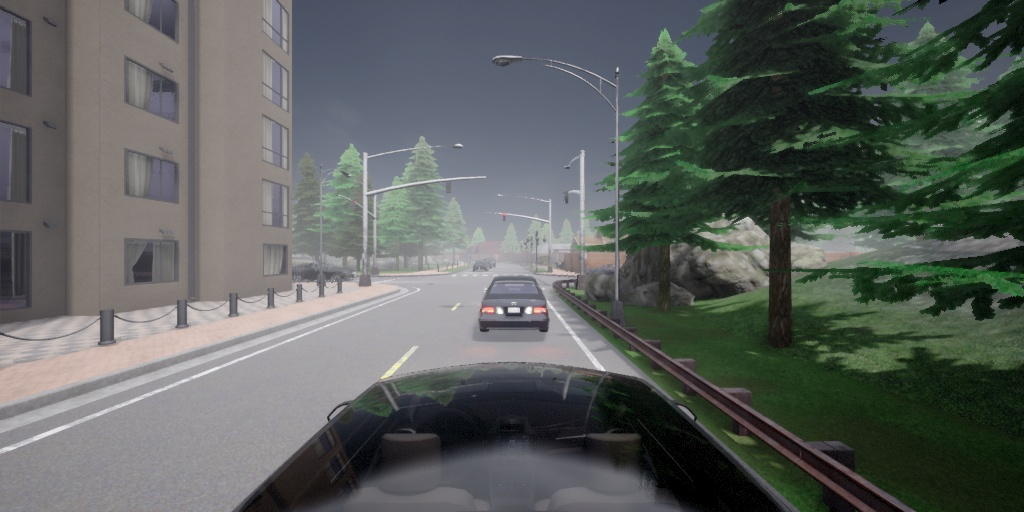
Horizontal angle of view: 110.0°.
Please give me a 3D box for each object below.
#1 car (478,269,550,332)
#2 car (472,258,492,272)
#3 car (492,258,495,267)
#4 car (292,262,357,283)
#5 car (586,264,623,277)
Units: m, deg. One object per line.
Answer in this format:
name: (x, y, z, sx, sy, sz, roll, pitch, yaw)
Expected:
car: (0.068, 1.297, 10.802, 2.033, 1.411, 5.357, 0, 0, 1)
car: (-3.999, 1.225, 46.360, 1.837, 1.490, 4.892, 0, 0, 0)
car: (-4.053, 1.226, 55.826, 1.837, 1.490, 4.892, 0, 0, 0)
car: (-14.315, 1.226, 27.175, 4.902, 1.511, 2.128, 0, 0, 1)
car: (8.280, 1.282, 26.863, 5.357, 1.411, 2.033, 0, 0, 1)
